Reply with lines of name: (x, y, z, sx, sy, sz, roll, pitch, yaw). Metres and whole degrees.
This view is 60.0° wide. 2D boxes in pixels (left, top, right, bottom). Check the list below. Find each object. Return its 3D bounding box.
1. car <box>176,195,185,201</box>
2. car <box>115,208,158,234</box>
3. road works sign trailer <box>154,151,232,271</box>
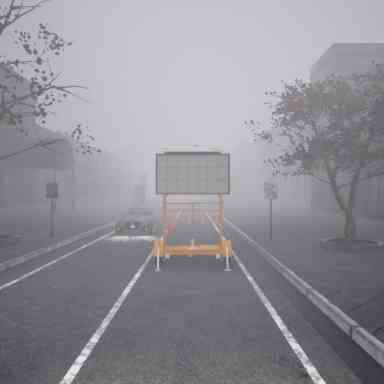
car: (-2.811, 1.341, 82.680, 1.812, 1.442, 4.674, 0, 0, 0)
car: (-3.057, 1.592, 19.073, 1.994, 1.385, 4.181, 0, 0, 0)
road works sign trailer: (0.025, 0.480, 10.926, 2.380, 3.560, 2.880, 0, 0, 0)
